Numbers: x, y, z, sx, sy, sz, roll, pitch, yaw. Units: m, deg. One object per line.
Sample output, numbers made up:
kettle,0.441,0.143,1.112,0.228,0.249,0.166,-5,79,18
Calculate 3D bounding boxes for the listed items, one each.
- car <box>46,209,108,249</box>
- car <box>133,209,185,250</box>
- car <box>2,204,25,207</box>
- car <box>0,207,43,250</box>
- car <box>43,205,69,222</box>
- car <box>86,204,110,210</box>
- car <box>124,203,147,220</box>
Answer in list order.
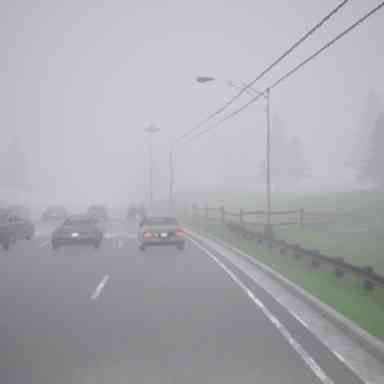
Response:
car,-5.143,1.730,15.490,1.994,1.385,4.181,0,-1,-11
car,-1.507,1.708,15.166,2.033,1.411,5.357,0,-1,-10
car,-15.506,1.820,29.110,1.837,1.490,4.892,0,0,-13
car,-8.602,1.655,14.953,2.128,1.511,4.902,0,0,-11
car,-12.117,1.885,29.982,1.994,1.385,4.181,0,-1,-13
car,-8.715,1.834,30.808,1.837,1.490,4.892,0,0,-13
car,-5.320,1.841,31.658,1.837,1.490,4.892,0,0,-13
